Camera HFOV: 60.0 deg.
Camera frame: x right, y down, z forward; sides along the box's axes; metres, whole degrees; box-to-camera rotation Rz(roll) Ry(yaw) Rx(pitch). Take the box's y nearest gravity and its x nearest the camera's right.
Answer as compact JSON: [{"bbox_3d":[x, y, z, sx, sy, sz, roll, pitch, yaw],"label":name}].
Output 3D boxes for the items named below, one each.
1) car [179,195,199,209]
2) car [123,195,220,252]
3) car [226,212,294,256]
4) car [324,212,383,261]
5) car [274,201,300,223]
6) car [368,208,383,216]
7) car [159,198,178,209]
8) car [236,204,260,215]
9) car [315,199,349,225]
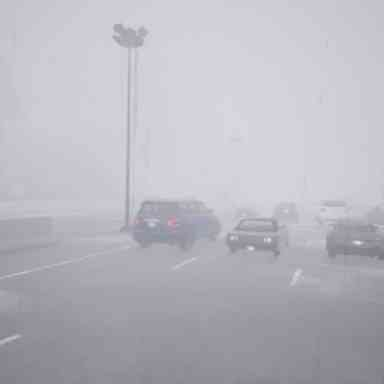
[{"bbox_3d":[-0.353,1.594,53.385,2.150,2.045,5.566,1,0,10],"label":"car"},{"bbox_3d":[-0.465,1.320,14.799,2.150,2.045,5.566,1,0,22],"label":"car"},{"bbox_3d":[2.937,1.733,13.891,1.895,1.301,4.718,1,0,22],"label":"car"},{"bbox_3d":[6.471,1.736,13.309,1.994,1.385,4.181,1,0,22],"label":"car"},{"bbox_3d":[8.332,1.657,29.213,2.097,1.767,4.553,1,0,17],"label":"car"},{"bbox_3d":[14.361,1.897,25.023,2.033,1.411,5.357,1,0,17],"label":"car"},{"bbox_3d":[-3.767,1.840,54.257,1.837,1.490,4.892,1,0,10],"label":"car"},{"bbox_3d":[5.234,1.807,31.030,1.812,1.442,4.674,1,0,17],"label":"car"},{"bbox_3d":[11.344,1.551,27.094,2.150,2.045,5.566,1,0,17],"label":"car"}]
